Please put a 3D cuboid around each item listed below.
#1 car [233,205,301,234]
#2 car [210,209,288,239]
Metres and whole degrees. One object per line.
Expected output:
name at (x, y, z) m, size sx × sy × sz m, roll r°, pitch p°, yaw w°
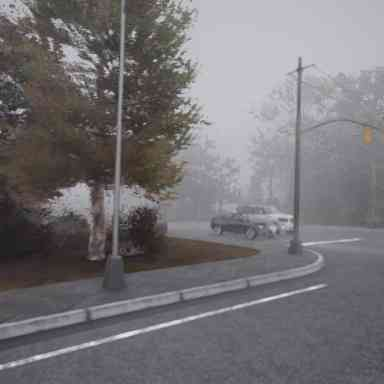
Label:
car at (5.154, 1.948, 24.230) m, size 2.150 × 2.045 × 5.566 m, roll 3°, pitch -3°, yaw -37°
car at (3.213, 2.046, 20.966) m, size 2.128 × 1.511 × 4.902 m, roll 3°, pitch -3°, yaw -37°
